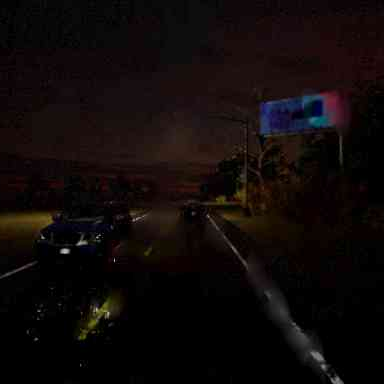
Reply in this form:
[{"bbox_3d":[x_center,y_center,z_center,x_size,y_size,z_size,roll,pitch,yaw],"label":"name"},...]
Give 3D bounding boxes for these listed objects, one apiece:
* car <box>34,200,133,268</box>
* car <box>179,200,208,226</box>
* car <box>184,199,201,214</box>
[{"bbox_3d":[-3.591,1.349,12.180,2.150,2.045,5.566,0,-1,0],"label":"car"},{"bbox_3d":[0.102,1.623,26.063,2.097,1.767,4.553,0,-1,0],"label":"car"},{"bbox_3d":[0.117,1.801,43.059,2.097,1.767,4.553,0,-1,0],"label":"car"}]
